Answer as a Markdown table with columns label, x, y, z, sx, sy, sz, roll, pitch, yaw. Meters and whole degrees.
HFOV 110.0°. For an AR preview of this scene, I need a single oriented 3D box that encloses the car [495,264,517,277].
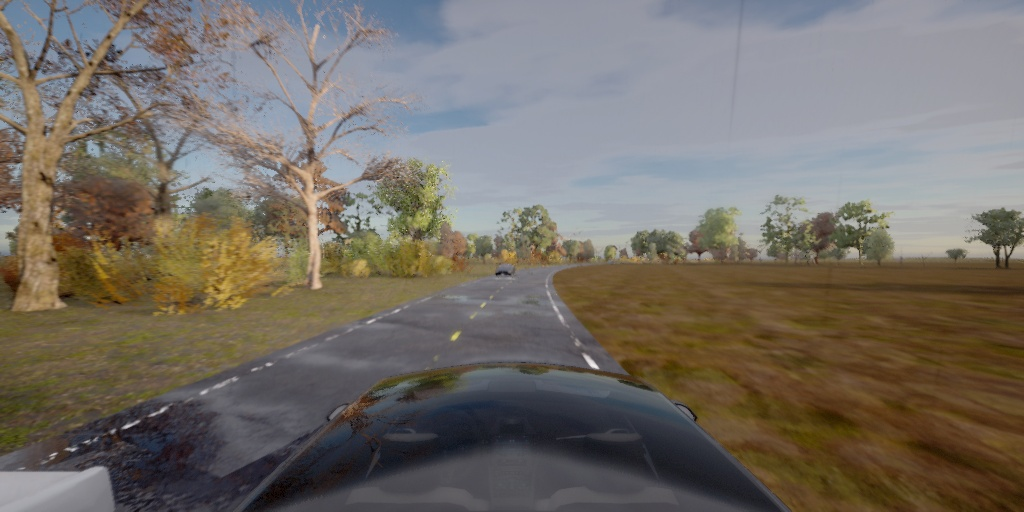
| label | x | y | z | sx | sy | sz | roll | pitch | yaw |
| --- | --- | --- | --- | --- | --- | --- | --- | --- | --- |
| car | -0.609 | 1.547 | 39.734 | 2.033 | 1.411 | 5.357 | 0 | 0 | 8 |
